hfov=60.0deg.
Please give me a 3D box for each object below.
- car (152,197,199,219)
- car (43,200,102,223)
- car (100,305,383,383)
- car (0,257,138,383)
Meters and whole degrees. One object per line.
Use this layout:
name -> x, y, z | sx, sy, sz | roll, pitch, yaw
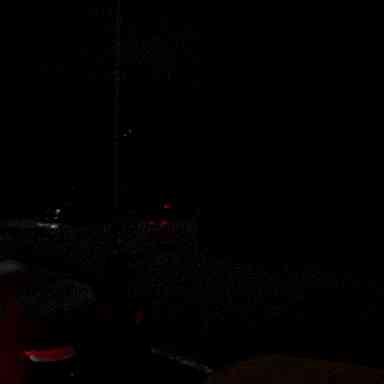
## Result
car -> -1.576, 1.513, 33.082 | 2.150, 2.045, 5.566 | 2, 0, 36
car -> -9.595, 1.477, 26.914 | 2.097, 1.767, 4.553 | 2, 0, 36
car -> 1.915, 1.526, 1.423 | 4.829, 1.417, 1.752 | 0, 1, 36
car -> -2.448, 1.579, 4.542 | 4.206, 1.307, 1.802 | 0, 1, 36
